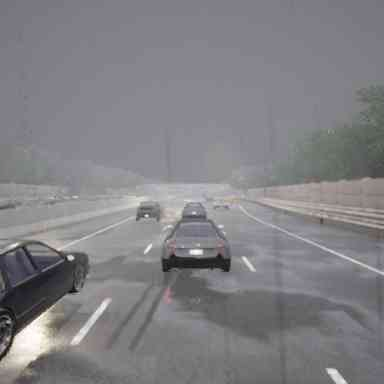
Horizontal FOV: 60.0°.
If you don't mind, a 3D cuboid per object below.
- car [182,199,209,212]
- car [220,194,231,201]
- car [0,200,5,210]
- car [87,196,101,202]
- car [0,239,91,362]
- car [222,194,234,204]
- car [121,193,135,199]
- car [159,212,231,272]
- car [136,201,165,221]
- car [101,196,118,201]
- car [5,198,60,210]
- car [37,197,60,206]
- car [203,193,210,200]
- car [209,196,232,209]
[{"bbox_3d":[0.187,1.556,27.305,1.994,1.385,4.181,0,0,0],"label":"car"},{"bbox_3d":[7.623,1.237,76.706,2.097,1.767,4.553,0,0,1],"label":"car"},{"bbox_3d":[-17.498,1.481,29.194,2.128,1.511,4.902,0,0,0],"label":"car"},{"bbox_3d":[-20.479,1.549,70.269,2.033,1.411,5.357,0,0,1],"label":"car"},{"bbox_3d":[-3.392,1.545,5.717,2.033,1.411,5.357,0,0,0],"label":"car"},{"bbox_3d":[7.345,1.491,66.530,1.882,1.535,5.008,0,0,3],"label":"car"},{"bbox_3d":[-13.474,1.236,70.548,2.150,2.045,5.566,0,0,1],"label":"car"},{"bbox_3d":[0.118,1.560,10.820,1.994,1.385,4.181,0,0,0],"label":"car"},{"bbox_3d":[-3.316,1.497,26.867,1.837,1.490,4.892,0,0,0],"label":"car"},{"bbox_3d":[-16.979,1.550,70.214,2.033,1.411,5.357,0,0,1],"label":"car"},{"bbox_3d":[-13.995,1.481,29.604,2.128,1.511,4.902,0,0,0],"label":"car"},{"bbox_3d":[-23.549,1.592,54.820,1.895,1.301,4.718,0,0,-2],"label":"car"},{"bbox_3d":[4.108,1.552,75.803,1.812,1.442,4.674,0,0,1],"label":"car"},{"bbox_3d":[3.701,1.554,43.896,1.895,1.301,4.718,0,0,1],"label":"car"}]
